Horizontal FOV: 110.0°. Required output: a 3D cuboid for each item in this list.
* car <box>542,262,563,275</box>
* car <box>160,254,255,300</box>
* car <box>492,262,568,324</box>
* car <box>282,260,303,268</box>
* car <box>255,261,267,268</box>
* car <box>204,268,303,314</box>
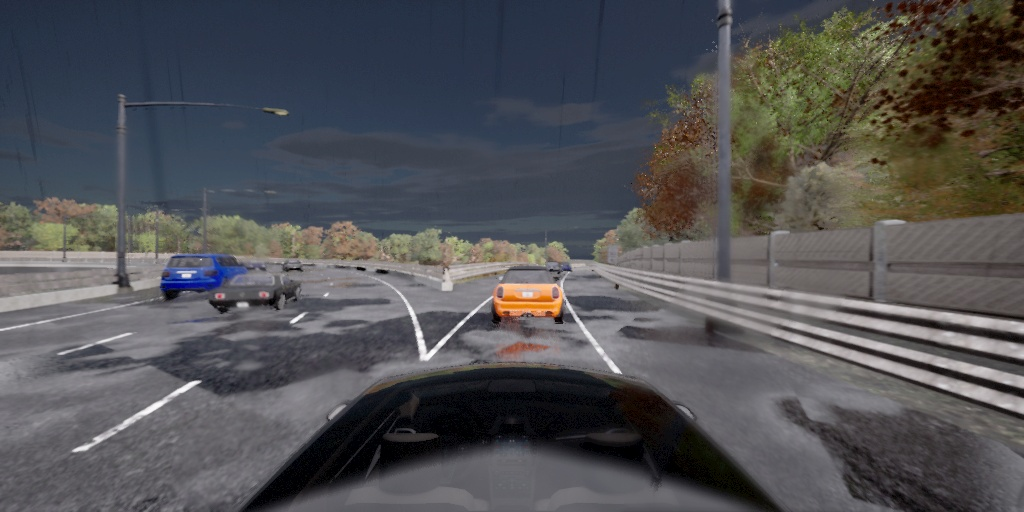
[{"bbox_3d":[4.850,1.368,42.036,2.033,1.411,5.357,0,-1,11],"label":"car"},{"bbox_3d":[-14.935,0.936,17.788,2.150,2.045,5.566,0,0,-23],"label":"car"},{"bbox_3d":[0.565,1.104,12.235,2.097,1.767,4.553,0,0,3],"label":"car"},{"bbox_3d":[-27.083,1.178,44.168,2.128,1.511,4.902,0,0,-38],"label":"car"},{"bbox_3d":[-31.297,1.277,43.844,1.895,1.301,4.718,0,0,-40],"label":"car"},{"bbox_3d":[-9.561,1.328,13.831,1.895,1.301,4.718,0,0,-20],"label":"car"}]
